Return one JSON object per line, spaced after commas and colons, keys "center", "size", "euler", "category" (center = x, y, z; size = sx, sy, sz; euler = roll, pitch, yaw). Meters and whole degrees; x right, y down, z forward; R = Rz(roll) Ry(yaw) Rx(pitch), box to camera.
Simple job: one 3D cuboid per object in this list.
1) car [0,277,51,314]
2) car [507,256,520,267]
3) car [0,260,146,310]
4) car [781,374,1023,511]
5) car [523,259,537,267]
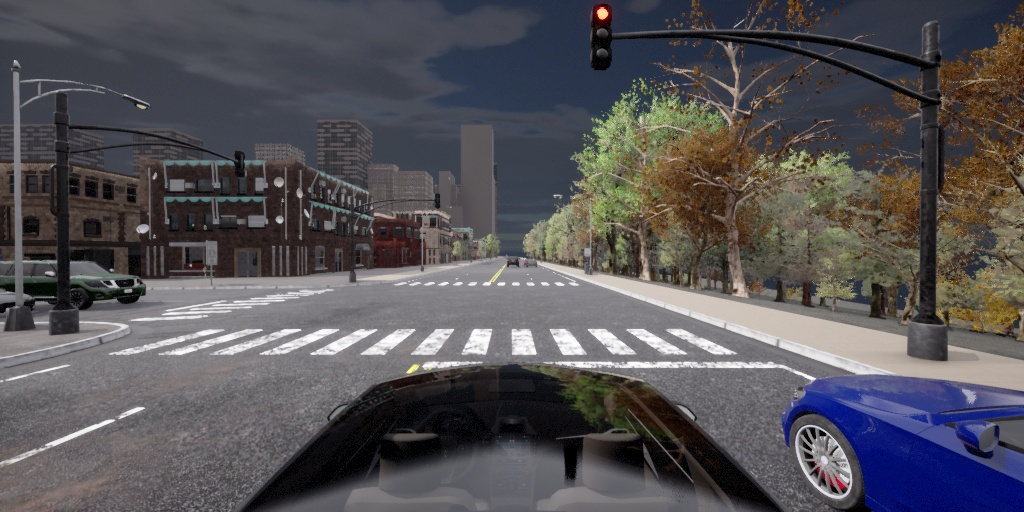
{"center": [-19.926, 1.565, 12.773], "size": [4.313, 1.339, 1.948], "euler": [0, 0, 0], "category": "car"}
{"center": [0.219, 0.948, 63.715], "size": [2.150, 2.045, 5.566], "euler": [0, 0, 1], "category": "car"}
{"center": [-19.311, 1.186, 15.475], "size": [5.566, 2.045, 2.150], "euler": [-1, 1, 0], "category": "car"}
{"center": [3.346, 1.276, 1.331], "size": [1.812, 1.442, 4.674], "euler": [0, 0, 2], "category": "car"}
{"center": [3.472, 1.218, 63.875], "size": [2.128, 1.511, 4.902], "euler": [0, 0, 0], "category": "car"}
